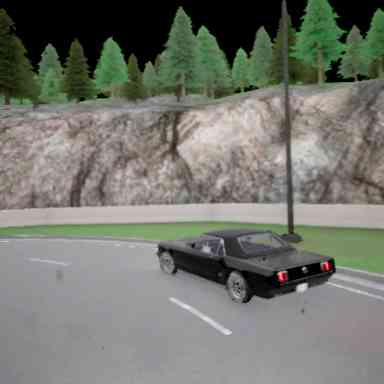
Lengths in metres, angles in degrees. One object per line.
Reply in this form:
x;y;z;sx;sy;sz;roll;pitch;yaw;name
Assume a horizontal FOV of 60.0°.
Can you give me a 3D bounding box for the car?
0.888;1.559;8.166;1.895;1.301;4.718;-2;0;-33;car
